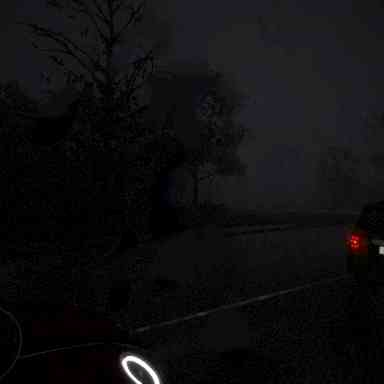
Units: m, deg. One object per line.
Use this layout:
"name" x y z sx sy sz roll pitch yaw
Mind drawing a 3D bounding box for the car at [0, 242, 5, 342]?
"car" -5.593 1.547 4.285 5.357 1.411 2.033 0 0 -36

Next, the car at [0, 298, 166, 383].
"car" -2.354 1.352 2.029 4.553 1.767 2.097 0 0 -36

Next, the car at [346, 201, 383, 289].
"car" 5.951 1.222 7.905 5.566 2.045 2.150 0 0 -35
